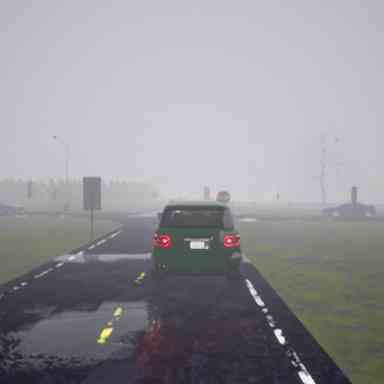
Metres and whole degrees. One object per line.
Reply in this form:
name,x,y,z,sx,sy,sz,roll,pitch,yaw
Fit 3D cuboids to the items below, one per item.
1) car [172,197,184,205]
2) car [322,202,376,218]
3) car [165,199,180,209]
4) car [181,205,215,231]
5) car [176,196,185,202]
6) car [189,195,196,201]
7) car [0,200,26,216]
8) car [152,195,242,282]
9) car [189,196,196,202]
car,-2.688,1.662,63.985,1.994,1.385,4.181,0,0,1
car,15.609,1.735,33.181,5.008,1.535,1.882,1,1,0
car,-2.772,1.663,48.009,1.895,1.301,4.718,0,0,0
car,0.439,1.581,21.449,1.994,1.385,4.181,0,0,3
car,-2.637,1.654,77.983,1.812,1.442,4.674,0,0,0
car,0.125,1.570,87.987,1.882,1.535,5.008,0,0,0
car,-18.049,1.349,30.160,5.357,1.411,2.033,1,1,0
car,0.114,1.230,9.877,2.150,2.045,5.566,0,0,0
car,0.114,1.656,77.984,1.812,1.442,4.674,0,0,0
